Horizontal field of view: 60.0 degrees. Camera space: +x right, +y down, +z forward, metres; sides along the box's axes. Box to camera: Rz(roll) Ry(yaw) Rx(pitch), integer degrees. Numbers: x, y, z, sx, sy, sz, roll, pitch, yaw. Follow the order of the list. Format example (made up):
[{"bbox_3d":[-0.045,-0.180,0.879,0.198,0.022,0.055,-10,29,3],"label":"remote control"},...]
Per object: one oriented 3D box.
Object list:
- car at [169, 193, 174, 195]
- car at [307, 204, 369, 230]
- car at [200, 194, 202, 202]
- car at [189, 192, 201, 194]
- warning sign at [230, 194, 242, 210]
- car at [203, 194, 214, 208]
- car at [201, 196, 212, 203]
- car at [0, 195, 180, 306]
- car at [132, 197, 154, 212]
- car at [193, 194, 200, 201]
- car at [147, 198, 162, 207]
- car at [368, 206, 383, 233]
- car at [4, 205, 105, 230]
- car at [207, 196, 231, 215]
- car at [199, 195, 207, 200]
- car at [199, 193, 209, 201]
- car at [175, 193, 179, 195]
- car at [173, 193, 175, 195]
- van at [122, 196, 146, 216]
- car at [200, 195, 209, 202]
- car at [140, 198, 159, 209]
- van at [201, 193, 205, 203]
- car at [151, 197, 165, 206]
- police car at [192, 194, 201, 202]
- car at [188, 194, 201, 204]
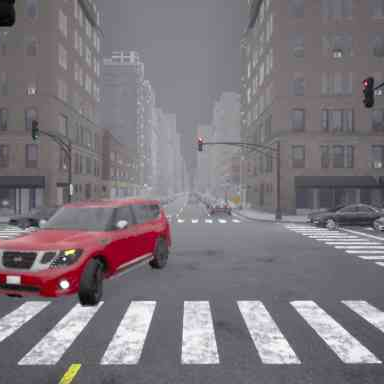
[{"bbox_3d":[-5.561,1.543,73.077,1.887,1.381,4.507,0,0,0],"label":"car"},{"bbox_3d":[9.680,1.513,20.678,4.892,1.490,1.837,0,0,0],"label":"car"},{"bbox_3d":[2.918,1.527,61.882,1.752,1.417,4.829,0,0,0],"label":"car"},{"bbox_3d":[0.297,1.039,72.971,2.150,2.045,5.566,0,0,0],"label":"car"},{"bbox_3d":[5.227,1.118,39.351,1.300,1.860,1.060,0,0,0],"label":"warning sign"},{"bbox_3d":[2.847,1.443,44.705,1.967,1.590,4.097,0,0,0],"label":"car"},{"bbox_3d":[2.941,1.551,67.382,2.008,1.369,4.403,0,0,0],"label":"car"},{"bbox_3d":[-2.361,1.224,8.601,2.150,2.045,5.566,-1,0,18],"label":"car"},{"bbox_3d":[-5.702,1.443,39.068,1.967,1.590,4.097,0,0,0],"label":"car"},{"bbox_3d":[1.152,1.448,89.559,1.801,1.575,5.366,0,0,0],"label":"car"},{"bbox_3d":[-5.655,1.585,50.405,1.802,1.307,4.206,0,0,0],"label":"car"},{"bbox_3d":[12.186,1.542,17.432,4.674,1.442,1.812,0,0,0],"label":"car"},{"bbox_3d":[-8.352,1.539,20.577,5.357,1.411,2.033,0,0,0],"label":"car"},{"bbox_3d":[2.801,1.442,33.367,1.967,1.590,4.097,0,0,0],"label":"car"},{"bbox_3d":[3.034,1.558,90.059,1.947,1.339,4.313,0,0,0],"label":"car"},{"bbox_3d":[3.010,1.309,84.389,2.192,1.841,5.009,0,0,0],"label":"car"},{"bbox_3d":[-5.491,1.307,90.082,2.192,1.841,5.009,0,0,0],"label":"car"},{"bbox_3d":[-5.539,1.522,78.576,1.752,1.417,4.829,0,0,0],"label":"car"},{"bbox_3d":[-5.725,1.343,33.400,1.690,1.788,3.998,0,0,0],"label":"van"},{"bbox_3d":[2.988,1.437,78.721,1.967,1.590,4.097,0,0,0],"label":"car"},{"bbox_3d":[-5.678,1.569,44.736,1.947,1.339,4.313,0,0,0],"label":"car"},{"bbox_3d":[2.894,1.344,56.043,1.690,1.788,3.998,0,0,0],"label":"van"},{"bbox_3d":[-5.632,1.568,56.073,1.947,1.339,4.313,0,0,0],"label":"car"},{"bbox_3d":[1.120,1.421,79.464,1.930,1.638,5.238,0,0,-1],"label":"police car"},{"bbox_3d":[0.255,1.566,62.937,1.994,1.385,4.181,0,0,0],"label":"car"}]
